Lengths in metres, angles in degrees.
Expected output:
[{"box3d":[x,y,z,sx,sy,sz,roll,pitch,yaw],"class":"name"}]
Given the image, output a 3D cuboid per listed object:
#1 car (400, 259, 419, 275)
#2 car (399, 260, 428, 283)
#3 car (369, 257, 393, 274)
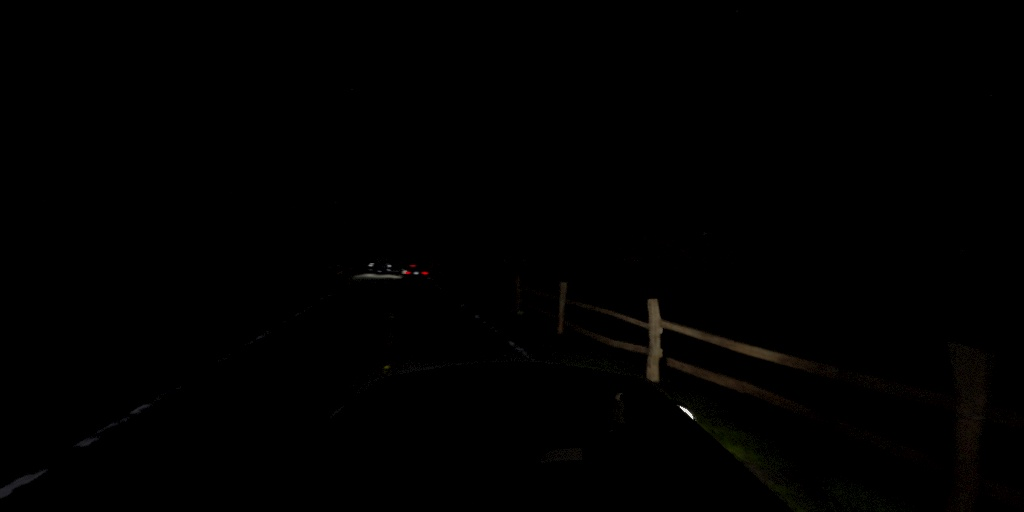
[{"box3d":[-11.467,1.158,39.879,1.837,1.490,4.892,3,0,-17],"class":"car"},{"box3d":[-7.500,1.240,27.678,2.033,1.411,5.357,3,-1,-18],"class":"car"},{"box3d":[-13.225,0.880,36.243,2.097,1.767,4.553,3,-1,-18],"class":"car"}]
